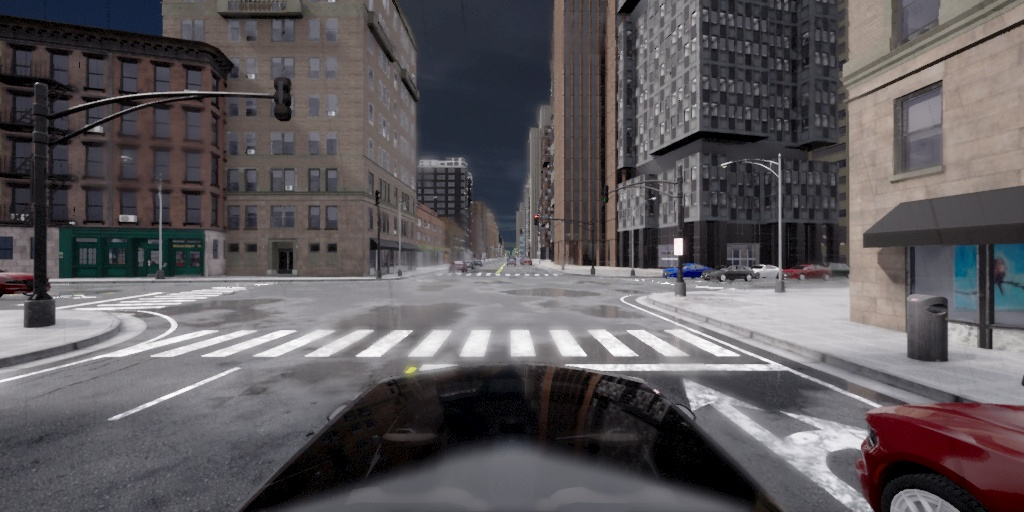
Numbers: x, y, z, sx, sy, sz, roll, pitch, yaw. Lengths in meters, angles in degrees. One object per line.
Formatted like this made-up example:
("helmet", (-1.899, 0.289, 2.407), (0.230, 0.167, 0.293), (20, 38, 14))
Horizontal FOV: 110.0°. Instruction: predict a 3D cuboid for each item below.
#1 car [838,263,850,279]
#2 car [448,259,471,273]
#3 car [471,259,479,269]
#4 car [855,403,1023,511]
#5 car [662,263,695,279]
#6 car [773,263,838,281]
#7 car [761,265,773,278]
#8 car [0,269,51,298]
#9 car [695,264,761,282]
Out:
("car", (35.023, 1.566, 39.642), (4.553, 1.767, 2.097), (1, 0, -13))
("car", (-6.666, 1.279, 44.728), (1.812, 1.442, 4.674), (0, 0, 0))
("car", (-6.676, 1.246, 54.688), (2.128, 1.511, 4.902), (0, 0, 0))
("car", (3.352, 1.228, 0.423), (1.882, 1.535, 5.008), (0, 0, 0))
("car", (17.031, 1.483, 34.791), (5.008, 1.535, 1.882), (1, 0, -16))
("car", (28.334, 1.590, 34.619), (5.008, 1.535, 1.882), (1, 0, -15))
("car", (26.014, 1.635, 37.361), (4.674, 1.442, 1.812), (1, 0, -15))
("car", (-22.328, 0.961, 14.458), (5.008, 1.535, 1.882), (1, 0, -17))
("car", (19.283, 1.511, 32.048), (4.892, 1.490, 1.837), (1, 0, -17))
